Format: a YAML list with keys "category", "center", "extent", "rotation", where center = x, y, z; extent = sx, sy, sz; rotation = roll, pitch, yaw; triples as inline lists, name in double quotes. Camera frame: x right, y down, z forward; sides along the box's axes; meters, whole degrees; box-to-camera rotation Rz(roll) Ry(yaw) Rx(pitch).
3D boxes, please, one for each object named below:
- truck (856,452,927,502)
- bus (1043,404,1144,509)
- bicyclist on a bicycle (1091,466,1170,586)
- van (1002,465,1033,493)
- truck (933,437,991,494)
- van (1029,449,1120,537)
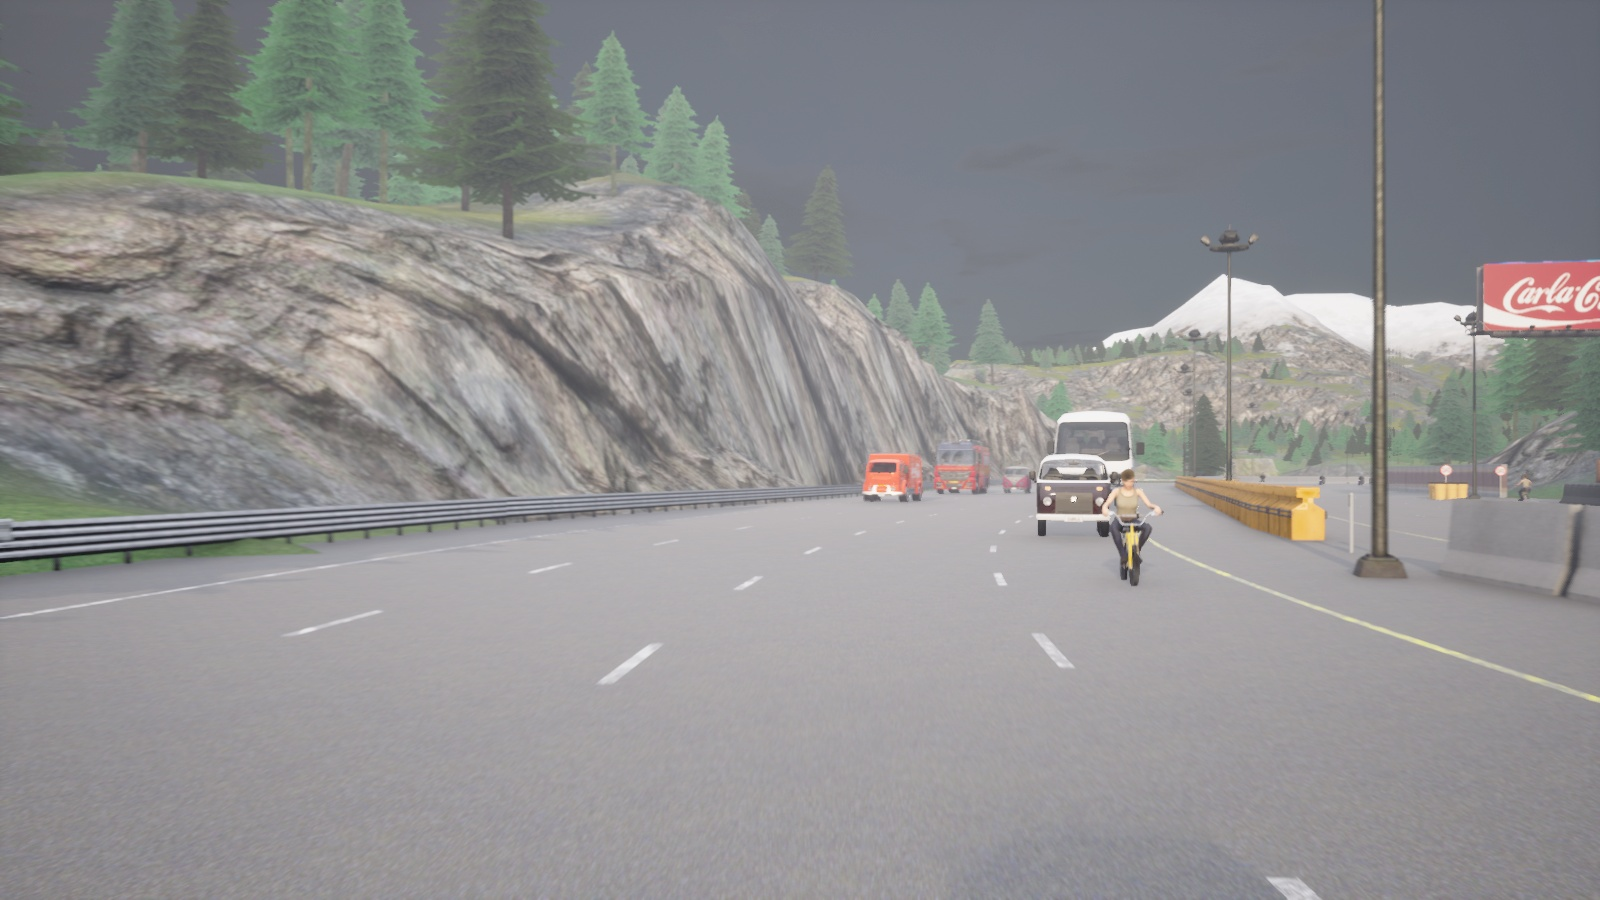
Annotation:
- category: "truck"
  center: [4.768, 1.399, 64.685]
  extent: [2.627, 2.467, 5.204]
  rotation: [0, -1, 16]
- category: "bus"
  center: [13.371, 0.357, 56.503]
  extent: [3.944, 4.253, 10.273]
  rotation: [0, -1, 16]
- category: "bicyclist on a bicycle"
  center: [4.652, 1.039, 17.751]
  extent: [0.866, 1.612, 1.509]
  rotation: [0, -1, 7]
- category: "van"
  center: [15.854, 2.064, 91.327]
  extent: [1.775, 1.987, 4.442]
  rotation: [0, -1, 16]
- category: "truck"
  center: [11.575, 1.115, 89.042]
  extent: [2.891, 3.827, 8.468]
  rotation: [0, -1, 16]
- category: "van"
  center: [6.878, 1.059, 31.688]
  extent: [2.069, 2.038, 4.480]
  rotation: [0, -1, 11]
